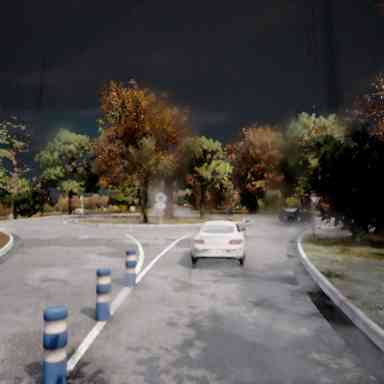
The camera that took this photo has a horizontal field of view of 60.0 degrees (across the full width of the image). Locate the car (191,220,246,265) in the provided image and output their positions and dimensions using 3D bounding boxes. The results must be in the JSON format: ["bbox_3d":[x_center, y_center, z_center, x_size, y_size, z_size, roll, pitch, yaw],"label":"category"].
[{"bbox_3d":[1.069,1.773,12.622,1.812,1.442,4.674,0,-2,8],"label":"car"}]

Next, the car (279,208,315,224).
[{"bbox_3d":[10.813,2.359,34.089,1.882,1.535,5.008,-3,-3,45],"label":"car"}]
